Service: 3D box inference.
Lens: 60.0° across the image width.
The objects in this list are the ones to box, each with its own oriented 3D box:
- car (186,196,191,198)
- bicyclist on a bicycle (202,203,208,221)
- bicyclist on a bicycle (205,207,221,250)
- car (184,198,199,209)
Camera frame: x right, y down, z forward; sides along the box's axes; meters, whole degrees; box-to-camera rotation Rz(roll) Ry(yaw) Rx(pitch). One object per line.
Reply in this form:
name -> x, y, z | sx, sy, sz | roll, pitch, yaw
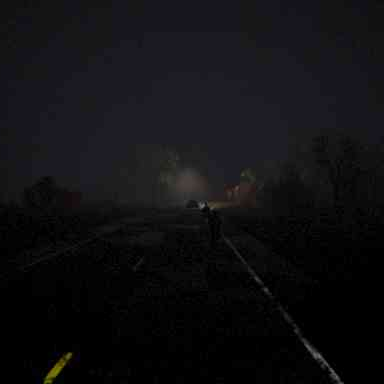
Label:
car -> 0.082, 2.219, 73.444 | 1.994, 1.385, 4.181 | 0, 0, 1
bicyclist on a bicycle -> 0.970, 1.598, 22.606 | 0.659, 1.776, 1.843 | 0, 0, 0
bicyclist on a bicycle -> 0.969, 1.596, 13.951 | 0.582, 1.620, 1.656 | 0, -1, 0
car -> 0.113, 2.090, 56.225 | 1.994, 1.385, 4.181 | 0, 0, 0
